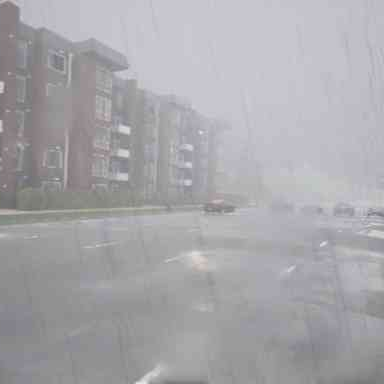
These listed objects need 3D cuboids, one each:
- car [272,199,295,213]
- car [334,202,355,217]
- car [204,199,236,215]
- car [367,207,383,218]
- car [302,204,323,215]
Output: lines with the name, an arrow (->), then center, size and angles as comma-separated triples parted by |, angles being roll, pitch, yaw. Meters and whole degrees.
car -> 11.994, 1.756, 43.407 | 2.097, 1.767, 4.553 | 3, 0, 30
car -> 19.187, 2.071, 41.837 | 2.097, 1.767, 4.553 | 3, 0, 30
car -> 2.997, 1.516, 34.607 | 1.882, 1.535, 5.008 | 3, 0, 30
car -> 23.073, 2.489, 41.643 | 1.895, 1.301, 4.718 | 3, 0, 30
car -> 15.477, 2.159, 42.463 | 1.895, 1.301, 4.718 | 3, 0, 30
